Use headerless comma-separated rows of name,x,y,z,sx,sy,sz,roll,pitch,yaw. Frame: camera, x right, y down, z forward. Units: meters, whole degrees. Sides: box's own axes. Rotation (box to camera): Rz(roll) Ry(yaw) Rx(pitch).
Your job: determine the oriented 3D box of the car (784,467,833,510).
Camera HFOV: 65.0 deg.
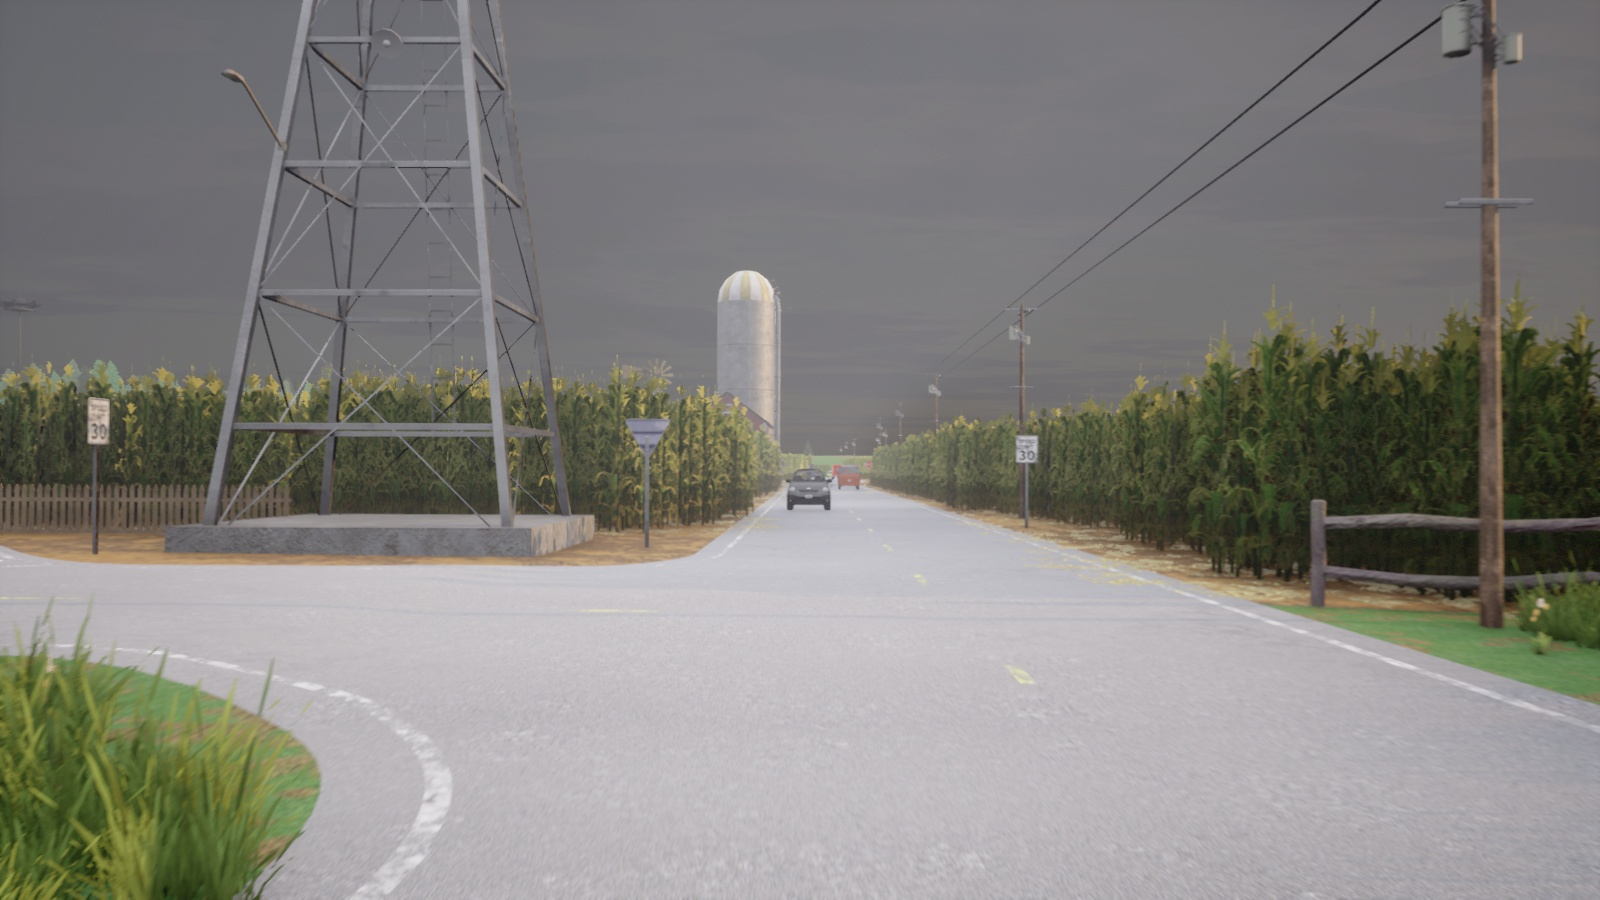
car,0.335,1.494,49.864,1.851,1.617,3.988,0,-1,0
